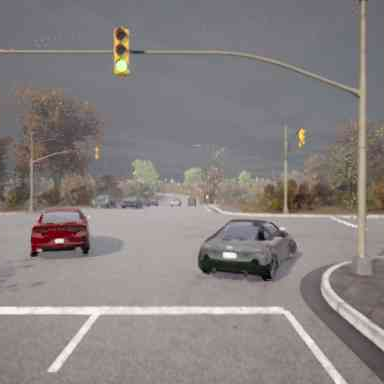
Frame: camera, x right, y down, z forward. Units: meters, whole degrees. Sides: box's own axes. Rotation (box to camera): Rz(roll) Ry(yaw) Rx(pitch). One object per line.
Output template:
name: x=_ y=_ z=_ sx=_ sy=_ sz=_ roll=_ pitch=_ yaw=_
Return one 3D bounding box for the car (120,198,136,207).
car: x=-10.560 y=1.742 z=55.224 sx=1.812 sy=1.442 sz=4.674 roll=0 pitch=-2 yaw=0

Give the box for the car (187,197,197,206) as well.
car: x=-0.001 y=2.211 z=79.065 sx=2.150 sy=2.045 sz=5.566 roll=0 pitch=-2 yaw=0

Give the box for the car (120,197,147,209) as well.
car: x=-7.093 y=1.306 z=39.969 sx=2.033 sy=1.411 sz=5.357 roll=0 pitch=-1 yaw=0

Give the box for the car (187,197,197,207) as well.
car: x=-0.001 y=2.243 z=68.586 sx=2.128 sy=1.511 sz=4.902 roll=0 pitch=-2 yaw=0

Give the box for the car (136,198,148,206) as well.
car: x=-10.501 y=2.121 z=70.373 sx=1.837 sy=1.490 sz=4.892 roll=0 pitch=-2 yaw=0

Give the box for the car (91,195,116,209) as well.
car: x=-10.589 y=1.110 z=39.982 sx=2.097 sy=1.767 sz=4.553 roll=0 pitch=-1 yaw=0

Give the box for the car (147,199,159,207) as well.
car: x=-7.017 y=1.943 z=59.778 sx=2.033 sy=1.411 sz=5.357 roll=0 pitch=-2 yaw=0

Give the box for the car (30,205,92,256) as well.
car: x=-5.049 y=1.380 z=12.996 sx=1.882 sy=1.535 sz=5.008 roll=0 pitch=1 yaw=-19

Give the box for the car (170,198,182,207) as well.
car: x=-3.501 y=2.349 z=69.029 sx=1.895 sy=1.301 sz=4.718 roll=0 pitch=-2 yaw=0

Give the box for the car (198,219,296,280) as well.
car: x=1.788 y=1.505 z=10.025 sx=1.994 sy=1.385 sz=4.181 roll=0 pitch=1 yaw=25

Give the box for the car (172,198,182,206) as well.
car: x=-3.501 y=2.338 z=79.000 sx=2.097 sy=1.767 sz=4.553 roll=0 pitch=-2 yaw=0
